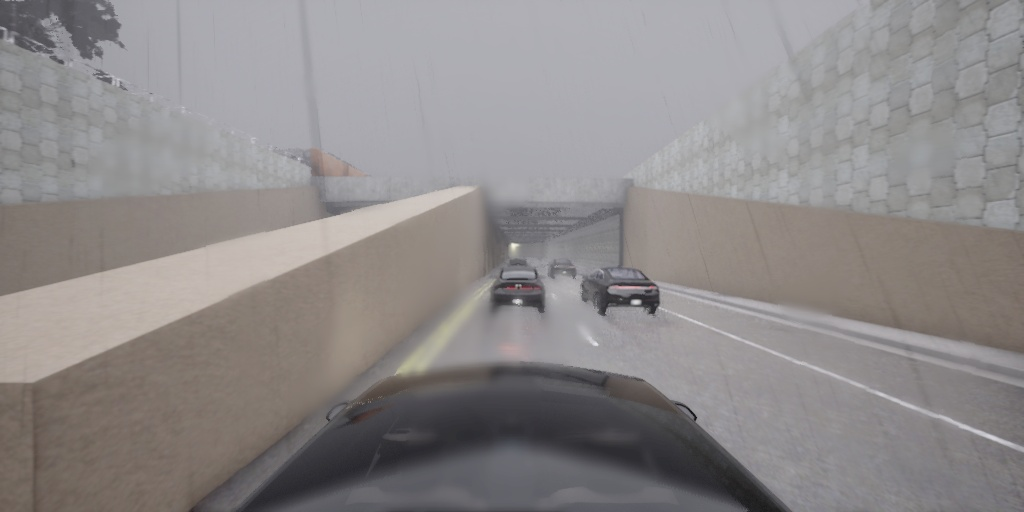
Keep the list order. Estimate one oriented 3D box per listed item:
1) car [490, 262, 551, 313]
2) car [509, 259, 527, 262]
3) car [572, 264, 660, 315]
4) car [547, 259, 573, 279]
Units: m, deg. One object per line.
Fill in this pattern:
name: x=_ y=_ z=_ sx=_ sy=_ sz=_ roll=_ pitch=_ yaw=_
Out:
car: x=0.243 y=1.139 z=13.445 sx=1.837 sy=1.490 sz=4.892 roll=0 pitch=1 yaw=1
car: x=0.482 y=0.982 z=29.215 sx=1.837 sy=1.490 sz=4.892 roll=0 pitch=0 yaw=1
car: x=3.737 y=1.146 z=13.076 sx=2.128 sy=1.511 sz=4.902 roll=0 pitch=0 yaw=1
car: x=3.976 y=0.990 z=28.862 sx=2.128 sy=1.511 sz=4.902 roll=0 pitch=1 yaw=1
